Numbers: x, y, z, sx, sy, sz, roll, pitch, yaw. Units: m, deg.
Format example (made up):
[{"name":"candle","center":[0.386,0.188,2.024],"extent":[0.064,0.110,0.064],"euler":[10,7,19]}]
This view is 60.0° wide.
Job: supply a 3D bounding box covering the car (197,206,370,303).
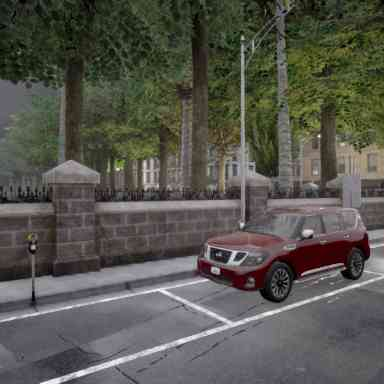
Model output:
[{"name":"car","center":[2.523,1.314,8.391],"extent":[5.009,1.841,2.192],"euler":[0,0,-36]}]
